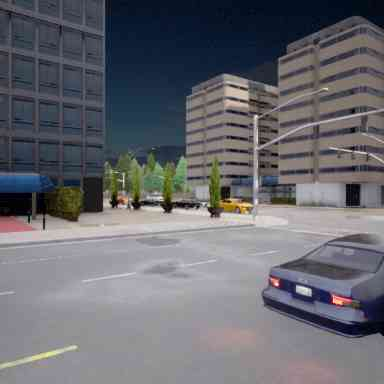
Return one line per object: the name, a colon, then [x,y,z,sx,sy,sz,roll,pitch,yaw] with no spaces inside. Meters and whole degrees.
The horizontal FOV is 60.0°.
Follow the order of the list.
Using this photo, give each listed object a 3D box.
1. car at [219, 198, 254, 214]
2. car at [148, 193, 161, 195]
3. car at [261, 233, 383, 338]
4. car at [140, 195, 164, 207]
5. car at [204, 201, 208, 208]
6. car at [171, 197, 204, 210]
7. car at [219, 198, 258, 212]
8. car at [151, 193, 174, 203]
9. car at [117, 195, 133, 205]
car: [4.495,1.478,35.987,1.882,1.535,5.008,0,0,-35]
car: [-5.783,1.221,56.788,2.150,2.045,5.566,0,0,-34]
car: [3.750,1.547,6.496,5.357,1.411,2.033,0,0,-35]
car: [-6.138,1.601,51.174,1.895,1.301,4.718,0,0,-35]
car: [0.282,1.491,48.105,2.128,1.511,4.902,0,0,-35]
car: [-0.865,1.601,43.641,1.895,1.301,4.718,0,0,-35]
car: [5.594,1.505,40.521,1.837,1.490,4.892,0,0,-35]
car: [-6.254,1.222,69.912,2.150,2.045,5.566,0,0,-35]
car: [-11.976,1.352,59.577,2.097,1.767,4.553,0,0,-35]
